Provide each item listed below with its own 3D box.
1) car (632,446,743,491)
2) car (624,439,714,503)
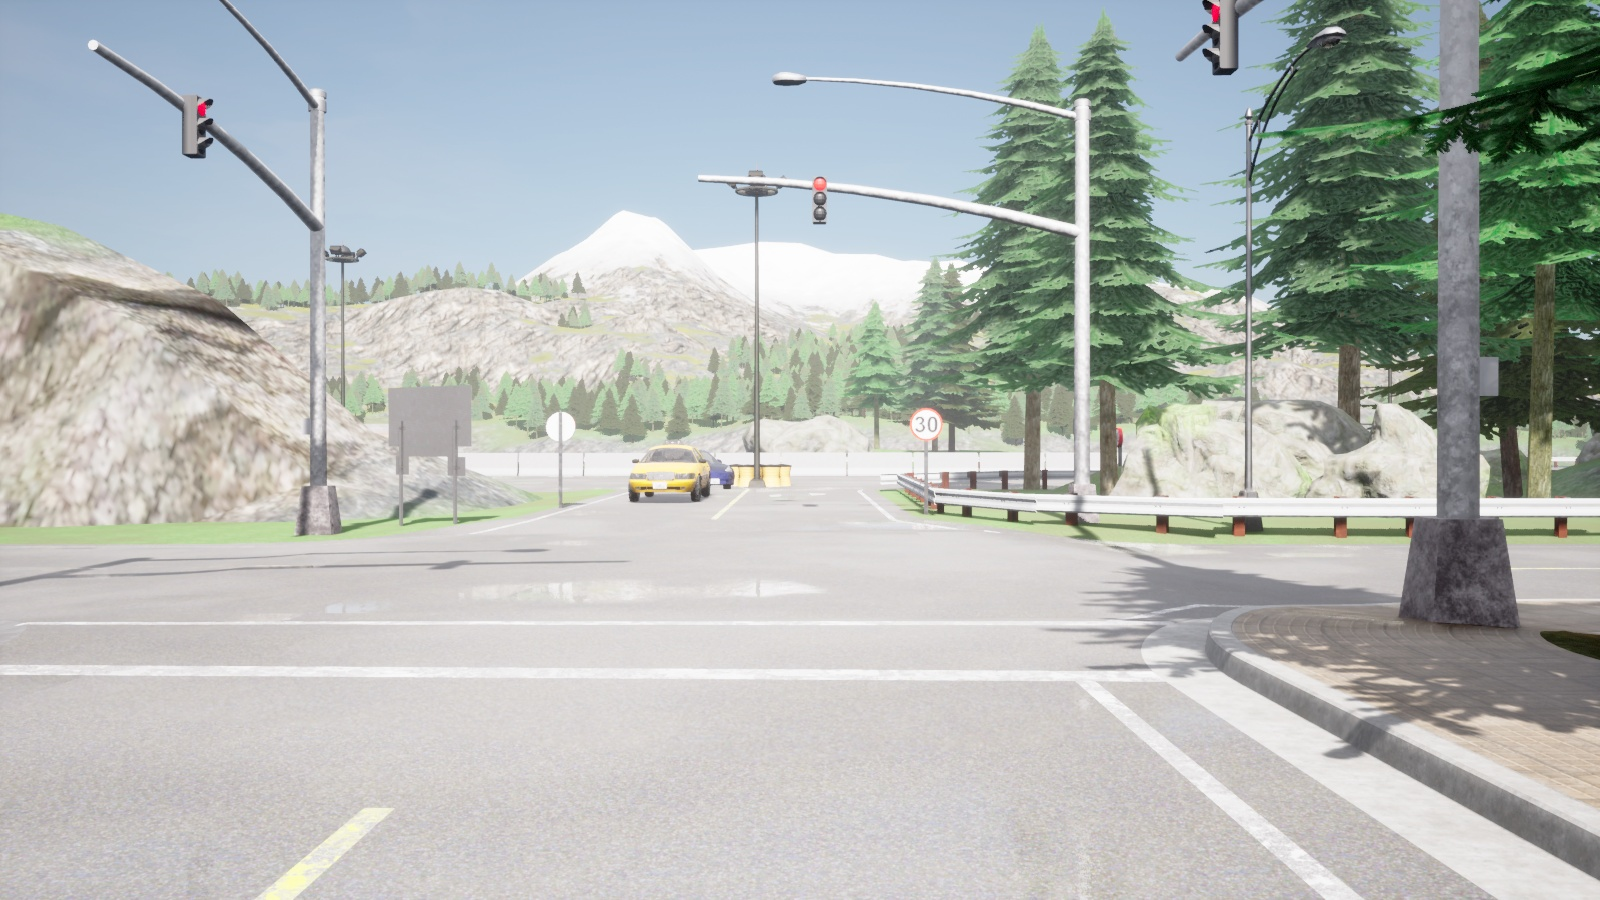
[{"bbox_3d":[-4.000,0.663,43.922,2.163,1.488,4.792,1,-1,-28],"label":"car"},{"bbox_3d":[-3.403,0.494,33.605,1.801,1.575,5.366,0,0,1],"label":"car"}]
